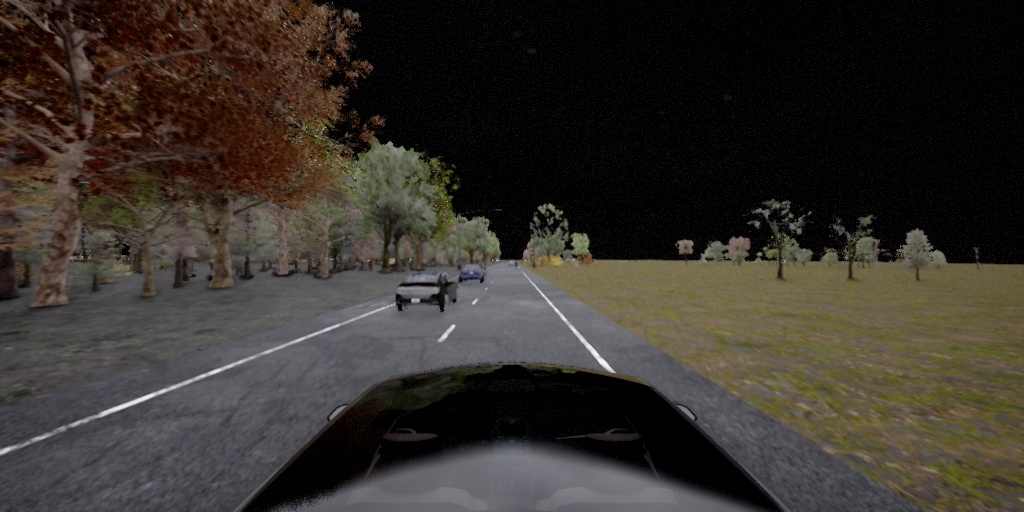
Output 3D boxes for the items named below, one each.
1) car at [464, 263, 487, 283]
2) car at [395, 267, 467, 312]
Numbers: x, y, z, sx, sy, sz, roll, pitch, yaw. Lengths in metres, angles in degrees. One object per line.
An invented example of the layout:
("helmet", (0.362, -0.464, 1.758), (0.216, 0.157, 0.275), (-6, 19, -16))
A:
("car", (-3.404, 1.430, 32.173), (2.097, 1.767, 4.553), (0, -1, 0))
("car", (-3.401, 1.386, 15.079), (2.128, 1.511, 4.902), (0, -1, 0))
